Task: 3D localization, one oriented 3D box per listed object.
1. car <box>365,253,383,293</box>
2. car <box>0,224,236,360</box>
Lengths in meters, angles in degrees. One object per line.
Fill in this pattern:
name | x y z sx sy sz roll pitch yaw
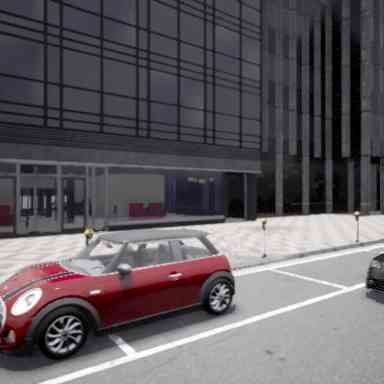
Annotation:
car | 5.753 1.569 7.482 4.181 1.385 1.994 0 0 -35
car | -1.219 1.441 5.897 4.097 1.590 1.967 0 0 -35
